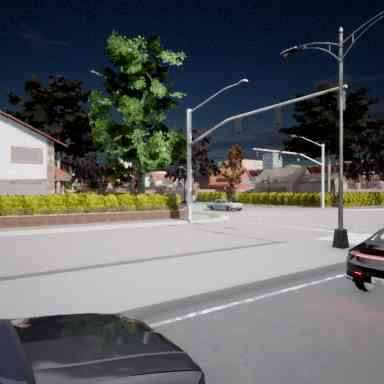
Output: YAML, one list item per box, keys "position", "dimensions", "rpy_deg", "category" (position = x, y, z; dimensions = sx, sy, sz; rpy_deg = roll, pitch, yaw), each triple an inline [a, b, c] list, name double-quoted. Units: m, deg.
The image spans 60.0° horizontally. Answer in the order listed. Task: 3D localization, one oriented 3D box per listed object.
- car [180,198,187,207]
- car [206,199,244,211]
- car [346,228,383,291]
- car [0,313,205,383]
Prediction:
- position: [-2.103, 1.483, 46.613]
  dimensions: [1.895, 1.301, 4.718]
  rpy_deg: [0, 0, -36]
  category: "car"
- position: [3.780, 1.505, 38.442]
  dimensions: [1.895, 1.301, 4.718]
  rpy_deg: [0, 0, -36]
  category: "car"
- position: [5.524, 1.474, 7.671]
  dimensions: [4.902, 1.511, 2.128]
  rpy_deg: [0, 0, -35]
  category: "car"
- position: [-2.418, 1.543, 2.021]
  dimensions: [5.357, 1.411, 2.033]
  rpy_deg: [0, 0, -36]
  category: "car"
